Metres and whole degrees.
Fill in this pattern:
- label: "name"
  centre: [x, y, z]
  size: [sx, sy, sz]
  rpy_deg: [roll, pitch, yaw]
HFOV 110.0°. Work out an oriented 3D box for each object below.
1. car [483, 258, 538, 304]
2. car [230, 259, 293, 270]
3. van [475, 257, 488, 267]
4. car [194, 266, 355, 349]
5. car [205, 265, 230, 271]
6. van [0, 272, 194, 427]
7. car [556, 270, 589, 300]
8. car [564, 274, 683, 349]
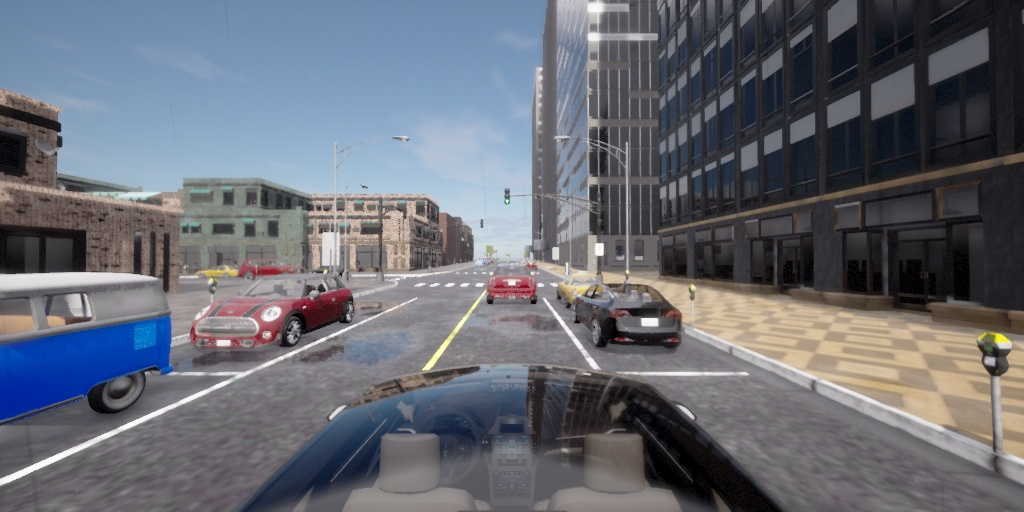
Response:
- label: "car"
  centre: [0.000, 1.119, 16.472]
  size: [2.097, 1.767, 4.553]
  rpy_deg: [0, 0, 0]
- label: "car"
  centre: [-19.518, 1.178, 29.347]
  size: [5.009, 1.841, 2.192]
  rpy_deg: [0, 0, 1]
- label: "van"
  centre: [-5.690, 1.111, 63.685]
  size: [1.690, 1.789, 3.998]
  rpy_deg: [0, 0, 0]
- label: "car"
  centre: [-5.690, 1.190, 9.064]
  size: [1.967, 1.591, 4.097]
  rpy_deg: [0, 0, 0]
- label: "car"
  centre: [-30.677, 1.626, 37.869]
  size: [4.829, 1.417, 1.751]
  rpy_deg: [0, 0, 1]
- label: "van"
  centre: [-5.690, 1.089, 3.420]
  size: [1.690, 1.789, 3.998]
  rpy_deg: [0, 0, 0]
- label: "car"
  centre: [2.829, 1.277, 14.824]
  size: [1.751, 1.417, 4.829]
  rpy_deg: [0, 0, 0]
- label: "car"
  centre: [2.658, 1.316, 9.010]
  size: [1.948, 1.339, 4.313]
  rpy_deg: [0, 0, 0]
